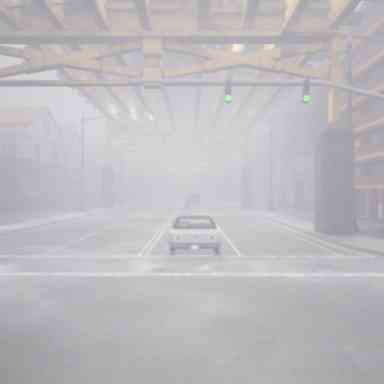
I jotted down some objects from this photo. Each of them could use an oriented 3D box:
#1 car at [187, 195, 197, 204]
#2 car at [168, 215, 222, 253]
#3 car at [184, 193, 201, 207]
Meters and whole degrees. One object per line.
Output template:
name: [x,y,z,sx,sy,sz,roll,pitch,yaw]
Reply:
car: [-0.020,1.366,60.011,1.837,1.490,4.892,0,1,0]
car: [0.096,1.605,13.645,1.895,1.301,4.718,0,0,0]
car: [0.082,1.172,49.419,2.150,2.045,5.566,0,0,0]
